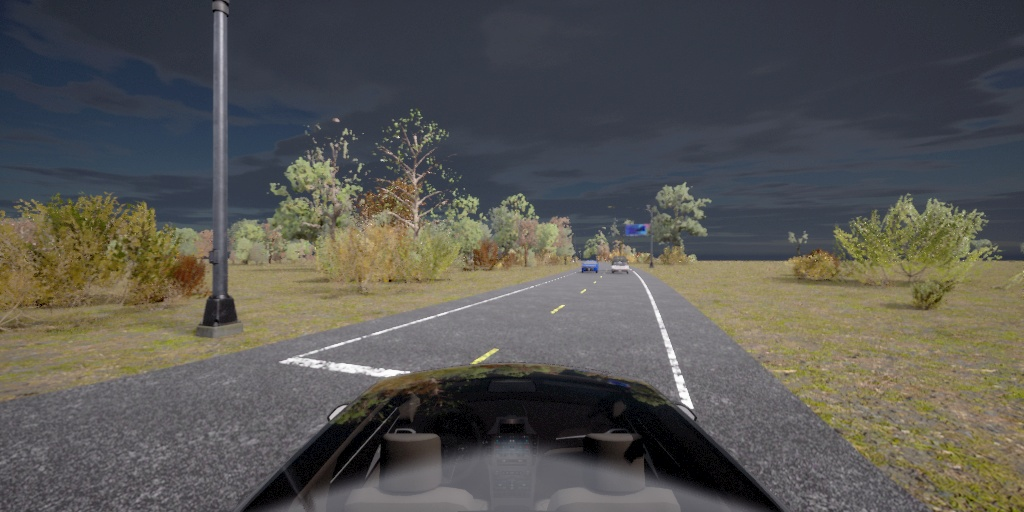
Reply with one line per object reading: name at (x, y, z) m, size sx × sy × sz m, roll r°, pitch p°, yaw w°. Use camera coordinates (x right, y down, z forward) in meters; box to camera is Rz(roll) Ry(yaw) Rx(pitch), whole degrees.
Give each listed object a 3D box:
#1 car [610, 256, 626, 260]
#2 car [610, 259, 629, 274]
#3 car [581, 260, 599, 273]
car at (14.997, 1.034, 50.105) m, size 2.150 × 2.045 × 5.566 m, roll 0°, pitch 0°, yaw 16°
car at (12.828, 1.392, 42.474) m, size 1.895 × 1.301 × 4.718 m, roll 0°, pitch 0°, yaw 18°
car at (9.699, 1.271, 44.301) m, size 1.882 × 1.535 × 5.008 m, roll 0°, pitch 0°, yaw 16°
